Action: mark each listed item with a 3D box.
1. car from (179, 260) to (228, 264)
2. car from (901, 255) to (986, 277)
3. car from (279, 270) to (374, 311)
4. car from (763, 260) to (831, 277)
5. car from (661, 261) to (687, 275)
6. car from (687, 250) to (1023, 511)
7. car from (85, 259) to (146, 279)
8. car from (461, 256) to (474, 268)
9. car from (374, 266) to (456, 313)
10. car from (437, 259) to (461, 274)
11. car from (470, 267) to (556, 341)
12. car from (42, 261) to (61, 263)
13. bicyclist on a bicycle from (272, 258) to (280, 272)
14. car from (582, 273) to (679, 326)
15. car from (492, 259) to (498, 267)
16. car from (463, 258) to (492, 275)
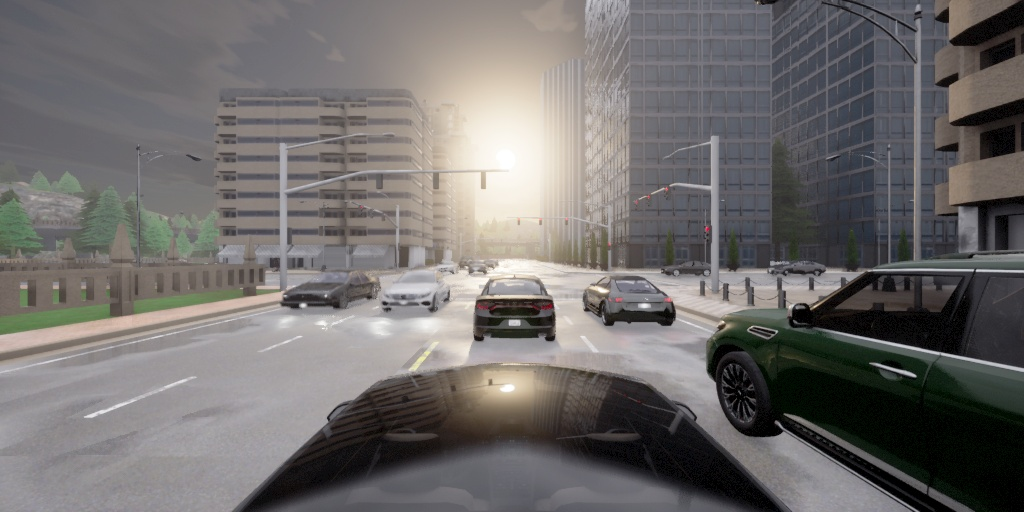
[{"bbox_3d":[-22.880,1.220,27.922,4.674,1.442,1.812,0,0,4],"label":"car"},{"bbox_3d":[41.405,0.919,34.515,5.566,2.045,2.150,0,0,1],"label":"car"},{"bbox_3d":[-7.103,1.297,14.857,2.033,1.411,5.357,0,0,0],"label":"car"},{"bbox_3d":[27.388,1.186,34.603,4.902,1.511,2.128,0,0,0],"label":"car"},{"bbox_3d":[16.974,1.199,34.665,4.892,1.490,1.837,0,0,0],"label":"car"},{"bbox_3d":[3.601,0.971,2.309,2.150,2.045,5.566,0,0,0],"label":"car"},{"bbox_3d":[-32.678,1.220,29.220,4.674,1.442,1.812,0,0,15],"label":"car"},{"bbox_3d":[-7.091,0.971,57.148,2.150,2.045,5.566,0,0,0],"label":"car"},{"bbox_3d":[-3.601,1.276,14.227,1.812,1.442,4.674,0,0,0],"label":"car"},{"bbox_3d":[-7.105,1.249,39.316,1.812,1.442,4.674,0,-1,0],"label":"car"},{"bbox_3d":[0.068,1.228,9.885,1.882,1.535,5.008,0,0,0],"label":"car"},{"bbox_3d":[-42.049,1.220,32.905,4.674,1.442,1.812,0,0,29],"label":"car"},{"bbox_3d":[-26.084,0.995,39.847,0.582,1.620,1.656,0,0,7],"label":"bicyclist on a bicycle"},{"bbox_3d":[3.577,1.314,11.663,1.994,1.385,4.181,0,0,0],"label":"car"},{"bbox_3d":[-3.598,1.255,54.566,1.837,1.490,4.892,0,0,0],"label":"car"},{"bbox_3d":[-3.605,1.208,38.389,2.128,1.511,4.902,0,-1,0],"label":"car"}]
